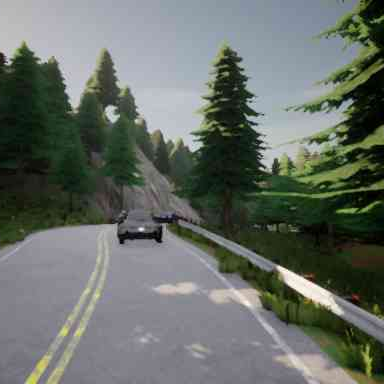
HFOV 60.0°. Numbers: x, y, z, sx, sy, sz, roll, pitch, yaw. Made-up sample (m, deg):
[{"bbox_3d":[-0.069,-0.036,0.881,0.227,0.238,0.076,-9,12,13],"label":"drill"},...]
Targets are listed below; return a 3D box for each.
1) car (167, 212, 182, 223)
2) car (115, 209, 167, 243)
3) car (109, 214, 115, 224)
[{"bbox_3d":[-2.075,2.883,36.699,2.033,1.411,5.357,-2,-8,18],"label":"car"},{"bbox_3d":[-2.588,1.578,16.226,1.994,1.385,4.181,1,0,-12],"label":"car"},{"bbox_3d":[-6.419,2.404,32.506,1.812,1.442,4.674,-2,-6,11],"label":"car"}]
